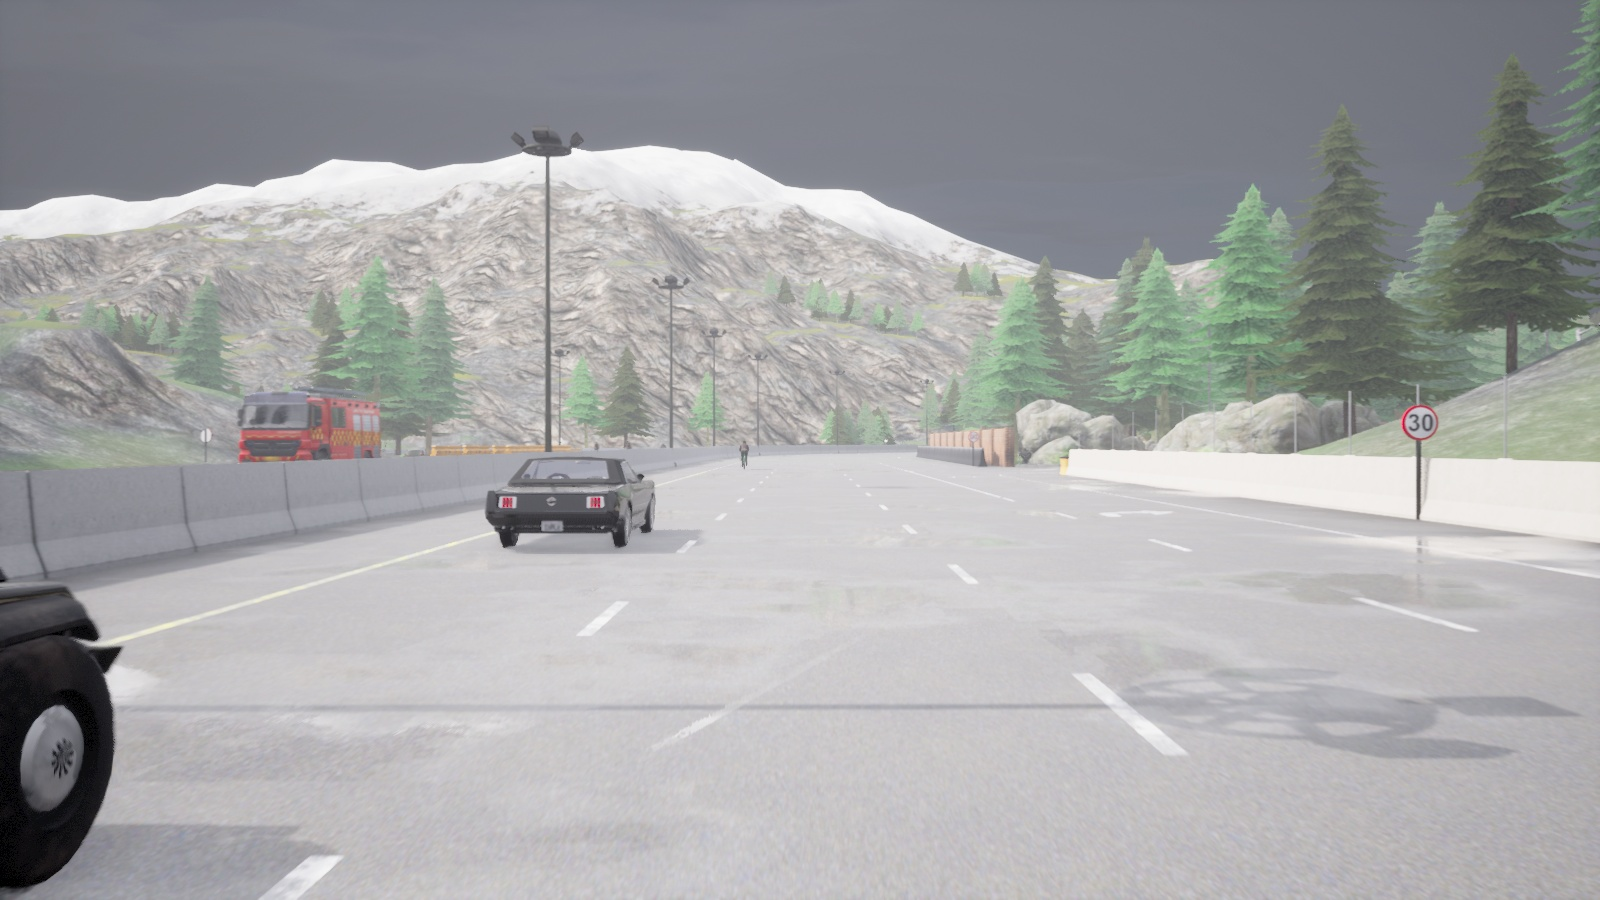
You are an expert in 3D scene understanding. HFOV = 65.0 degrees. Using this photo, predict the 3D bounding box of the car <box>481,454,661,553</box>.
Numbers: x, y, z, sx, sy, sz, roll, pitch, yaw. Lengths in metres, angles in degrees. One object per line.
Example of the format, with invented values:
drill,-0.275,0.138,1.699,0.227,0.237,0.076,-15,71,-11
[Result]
car,-3.374,0.735,19.413,1.895,1.301,4.718,0,0,0

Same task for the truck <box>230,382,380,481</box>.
truck,-20.674,-0.734,53.048,2.891,3.827,8.468,0,0,1

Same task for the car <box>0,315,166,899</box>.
car,-3.467,0.523,3.028,1.905,1.878,3.866,0,0,0
